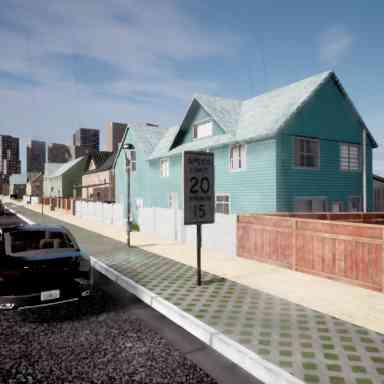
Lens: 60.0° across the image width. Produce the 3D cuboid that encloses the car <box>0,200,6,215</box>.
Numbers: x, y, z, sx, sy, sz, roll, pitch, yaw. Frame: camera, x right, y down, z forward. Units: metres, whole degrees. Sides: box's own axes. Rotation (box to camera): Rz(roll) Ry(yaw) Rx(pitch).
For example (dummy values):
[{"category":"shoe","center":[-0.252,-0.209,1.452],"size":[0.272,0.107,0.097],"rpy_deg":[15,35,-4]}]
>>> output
[{"category":"car","center":[-19.598,1.504,33.016],"size":[2.128,1.511,4.902],"rpy_deg":[0,0,-31]}]

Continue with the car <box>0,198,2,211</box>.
[{"category":"car","center":[-25.161,1.508,41.765],"size":[2.128,1.511,4.902],"rpy_deg":[0,0,-32]}]

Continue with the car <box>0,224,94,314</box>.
[{"category":"car","center":[-3.703,1.507,7.710],"size":[1.837,1.490,4.892],"rpy_deg":[0,0,-32]}]
